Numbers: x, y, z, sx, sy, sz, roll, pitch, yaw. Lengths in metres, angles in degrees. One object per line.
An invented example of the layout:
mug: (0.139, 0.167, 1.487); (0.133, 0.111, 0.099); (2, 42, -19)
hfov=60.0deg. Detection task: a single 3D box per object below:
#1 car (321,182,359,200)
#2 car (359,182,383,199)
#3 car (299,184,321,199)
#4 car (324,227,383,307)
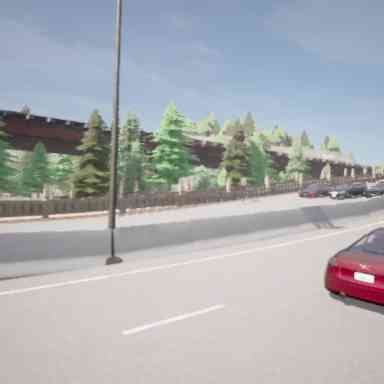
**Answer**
car: (14.996, -0.172, 31.875); (4.902, 1.511, 2.128); (-6, 3, -35)
car: (17.030, -0.186, 29.029); (5.008, 1.535, 1.882); (-6, 3, -35)
car: (13.037, -0.106, 34.776); (4.181, 1.385, 1.994); (-6, 3, -35)
car: (4.705, 1.432, 7.103); (4.181, 1.385, 1.994); (-2, 1, -35)
